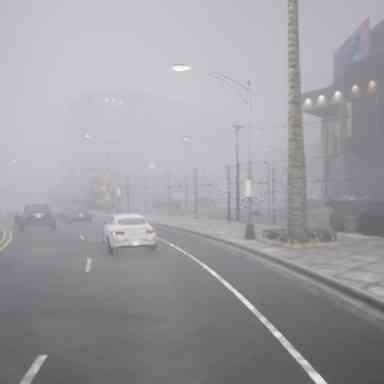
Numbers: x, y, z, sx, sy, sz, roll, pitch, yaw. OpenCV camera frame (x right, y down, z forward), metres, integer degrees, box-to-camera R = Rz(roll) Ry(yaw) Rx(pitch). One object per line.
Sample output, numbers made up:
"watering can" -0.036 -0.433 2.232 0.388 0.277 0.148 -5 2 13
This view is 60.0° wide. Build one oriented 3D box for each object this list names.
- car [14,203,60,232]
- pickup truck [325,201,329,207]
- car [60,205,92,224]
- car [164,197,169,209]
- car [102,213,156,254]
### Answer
"car" -10.549 1.544 22.216 2.097 1.767 4.553 0 0 -32
"pickup truck" 13.461 1.176 27.758 6.274 2.098 2.390 0 0 -40
"car" -9.619 1.779 26.923 1.994 1.385 4.181 0 0 -35
"car" -3.746 1.567 49.372 2.185 1.767 4.553 0 0 -40
"car" -2.746 1.626 14.115 1.812 1.442 4.674 0 0 -18
